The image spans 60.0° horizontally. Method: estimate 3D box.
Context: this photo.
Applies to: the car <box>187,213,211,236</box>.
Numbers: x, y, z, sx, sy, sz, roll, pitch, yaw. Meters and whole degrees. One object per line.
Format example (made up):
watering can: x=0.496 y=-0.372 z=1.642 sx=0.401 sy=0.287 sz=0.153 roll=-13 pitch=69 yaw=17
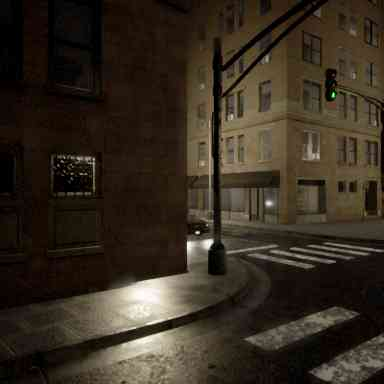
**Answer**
car: x=-1.278 y=1.515 z=17.773 sx=2.033 sy=1.411 sz=5.357 roll=0 pitch=0 yaw=-36
